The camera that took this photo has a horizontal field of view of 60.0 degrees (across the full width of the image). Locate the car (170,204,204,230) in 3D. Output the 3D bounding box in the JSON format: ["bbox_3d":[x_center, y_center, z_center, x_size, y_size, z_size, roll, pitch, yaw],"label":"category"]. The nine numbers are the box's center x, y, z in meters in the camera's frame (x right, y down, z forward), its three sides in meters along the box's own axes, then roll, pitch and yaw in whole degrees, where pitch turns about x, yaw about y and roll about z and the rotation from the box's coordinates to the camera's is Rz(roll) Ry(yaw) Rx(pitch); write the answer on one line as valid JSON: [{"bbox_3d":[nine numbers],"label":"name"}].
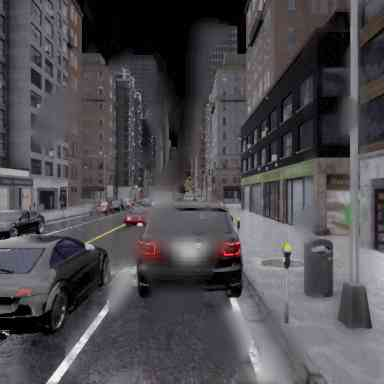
[{"bbox_3d":[-0.287,1.551,21.888,2.008,1.369,4.403,0,0,0],"label":"car"}]

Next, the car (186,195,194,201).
[{"bbox_3d":[-0.572,1.469,87.873,1.967,1.590,4.097,0,0,-1],"label":"car"}]

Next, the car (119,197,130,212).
[{"bbox_3d":[-8.813,1.567,38.453,1.947,1.339,4.313,0,0,0],"label":"car"}]

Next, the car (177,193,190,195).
[{"bbox_3d":[-0.287,1.316,38.459,2.192,1.841,5.009,0,0,0],"label":"car"}]

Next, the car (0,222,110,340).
[{"bbox_3d":[-3.046,1.565,6.715,1.994,1.385,4.181,0,0,0],"label":"car"}]

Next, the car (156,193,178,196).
[{"bbox_3d":[-3.145,1.222,38.622,2.150,2.045,5.566,0,0,0],"label":"car"}]

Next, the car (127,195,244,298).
[{"bbox_3d":[-0.039,1.228,8.680,2.150,2.045,5.566,0,0,0],"label":"car"}]

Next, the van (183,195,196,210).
[{"bbox_3d":[-0.287,1.343,43.983,1.690,1.788,3.998,0,0,0],"label":"van"}]

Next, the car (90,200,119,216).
[{"bbox_3d":[-8.813,1.583,32.928,1.802,1.307,4.206,0,0,0],"label":"car"}]

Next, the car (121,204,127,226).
[{"bbox_3d":[-3.046,1.601,21.652,1.895,1.301,4.718,0,0,0],"label":"car"}]

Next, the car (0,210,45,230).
[{"bbox_3d":[-8.813,1.566,16.352,1.947,1.339,4.313,0,0,0],"label":"car"}]

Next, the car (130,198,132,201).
[{"bbox_3d":[-8.813,1.442,43.978,1.967,1.590,4.097,0,0,0],"label":"car"}]
